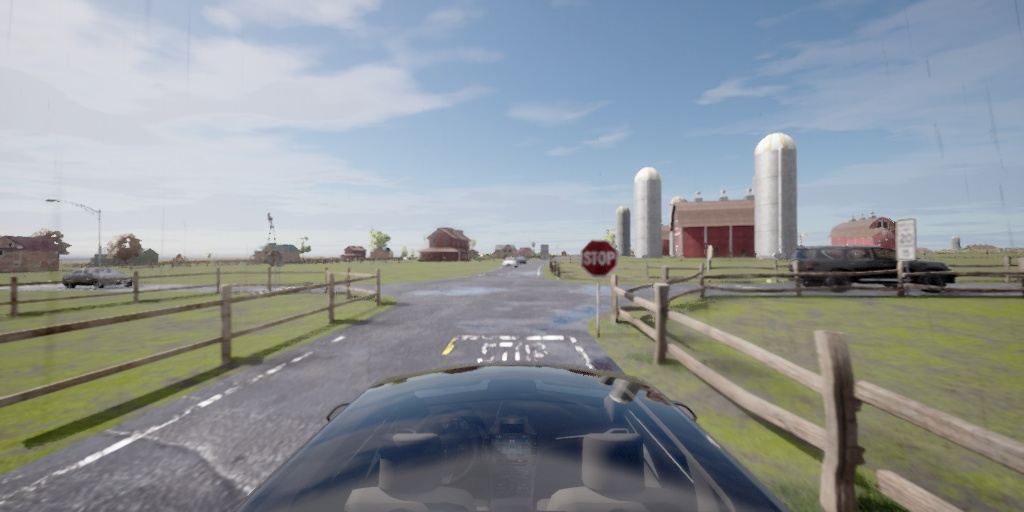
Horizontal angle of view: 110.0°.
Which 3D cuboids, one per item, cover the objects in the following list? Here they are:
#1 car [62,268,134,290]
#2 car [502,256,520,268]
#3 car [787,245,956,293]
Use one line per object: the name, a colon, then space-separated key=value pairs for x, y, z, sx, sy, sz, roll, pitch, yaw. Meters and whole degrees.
car: x=-29.965 y=1.608 z=26.043 sx=4.902 sy=1.511 sz=2.128 roll=-1 pitch=-1 yaw=12
car: x=-0.260 y=0.956 z=51.040 sx=1.812 sy=1.442 sz=4.674 roll=0 pitch=0 yaw=6
car: x=15.741 y=0.542 z=16.079 sx=5.566 sy=2.045 sz=2.150 roll=-1 pitch=-1 yaw=12
